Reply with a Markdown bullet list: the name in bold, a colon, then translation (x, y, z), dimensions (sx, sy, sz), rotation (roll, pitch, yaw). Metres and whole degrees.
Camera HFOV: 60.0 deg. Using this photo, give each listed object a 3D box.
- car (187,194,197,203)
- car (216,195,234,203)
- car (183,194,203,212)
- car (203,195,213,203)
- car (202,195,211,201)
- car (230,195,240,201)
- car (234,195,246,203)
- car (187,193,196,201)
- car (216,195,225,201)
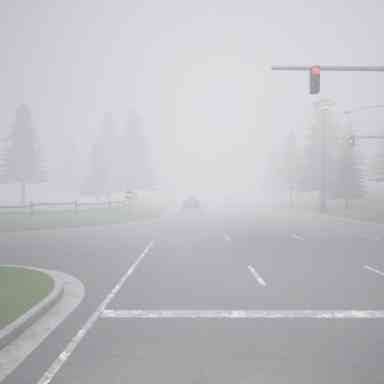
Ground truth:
- **car**: translation (-0.070, 1.348, 70.743), dimensions (2.097, 1.767, 4.553), rotation (0, 0, 0)
- **car**: translation (6.930, 1.531, 70.364), dimensions (2.033, 1.411, 5.357), rotation (0, 0, 0)
- **car**: translation (-0.039, 1.352, 39.706), dimensions (2.097, 1.767, 4.553), rotation (0, 0, 0)
- **car**: translation (3.430, 1.545, 70.777), dimensions (1.994, 1.385, 4.181), rotation (0, 0, 0)
- **car**: translation (3.420, 1.428, 80.810), dimensions (1.895, 1.301, 4.718), rotation (0, 0, 0)
- **car**: translation (10.420, 1.385, 80.787), dimensions (1.994, 1.385, 4.181), rotation (0, 0, 0)
- **car**: translation (10.430, 1.517, 70.784), dimensions (1.812, 1.442, 4.674), rotation (0, 0, 0)
- **car**: translation (-0.080, 1.188, 80.746), dimensions (2.097, 1.767, 4.553), rotation (0, 0, 0)
- **car**: translation (6.920, 1.385, 80.783), dimensions (1.994, 1.385, 4.181), rotation (0, 0, 0)
